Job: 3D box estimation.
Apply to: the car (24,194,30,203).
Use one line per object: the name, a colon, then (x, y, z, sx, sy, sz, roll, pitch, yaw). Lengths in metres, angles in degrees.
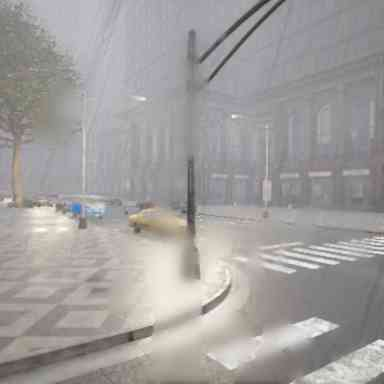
car: (-21.080, 1.060, 44.498, 2.008, 1.369, 4.403, 2, 0, -35)

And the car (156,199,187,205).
car: (-1.173, 1.459, 31.048, 1.947, 1.339, 4.313, 1, 0, -35)

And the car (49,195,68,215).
car: (-11.371, 1.300, 30.720, 2.008, 1.369, 4.403, 1, 0, -35)

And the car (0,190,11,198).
car: (-37.259, 0.550, 67.455, 1.967, 1.590, 4.097, 2, 0, -35)

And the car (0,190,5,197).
car: (-46.969, 0.320, 81.230, 1.967, 1.590, 4.097, 2, 0, -35)

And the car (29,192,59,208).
car: (-17.747, 1.120, 39.768, 1.752, 1.417, 4.829, 2, 0, -35)

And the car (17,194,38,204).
car: (-24.317, 0.979, 49.090, 2.008, 1.369, 4.403, 2, 0, -35)

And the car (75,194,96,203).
car: (-17.353, 1.052, 54.007, 2.008, 1.369, 4.403, 2, 0, -35)

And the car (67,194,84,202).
car: (-20.590, 1.002, 58.597, 1.802, 1.307, 4.206, 2, 0, -35)

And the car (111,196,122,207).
car: (-10.881, 1.216, 44.825, 2.008, 1.369, 4.403, 2, 0, -35)

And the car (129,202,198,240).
car: (-1.563, 1.469, 16.801, 1.752, 1.417, 4.829, 1, 0, -35)

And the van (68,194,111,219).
van: (-8.131, 1.161, 26.129, 1.690, 1.788, 3.998, 1, 0, -35)

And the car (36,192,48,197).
car: (-36.770, 0.611, 81.552, 1.802, 1.307, 4.206, 2, 0, -35)

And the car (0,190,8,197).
car: (-43.732, 0.396, 76.638, 1.967, 1.590, 4.097, 2, 0, -35)

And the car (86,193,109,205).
car: (-14.114, 1.023, 49.416, 1.967, 1.590, 4.097, 2, 0, -35)

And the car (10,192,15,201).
car: (-27.553, 0.898, 53.681, 2.008, 1.369, 4.403, 2, 0, -35)

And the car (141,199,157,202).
car: (-4.407, 1.367, 35.639, 1.887, 1.381, 4.507, 2, 0, -35)
